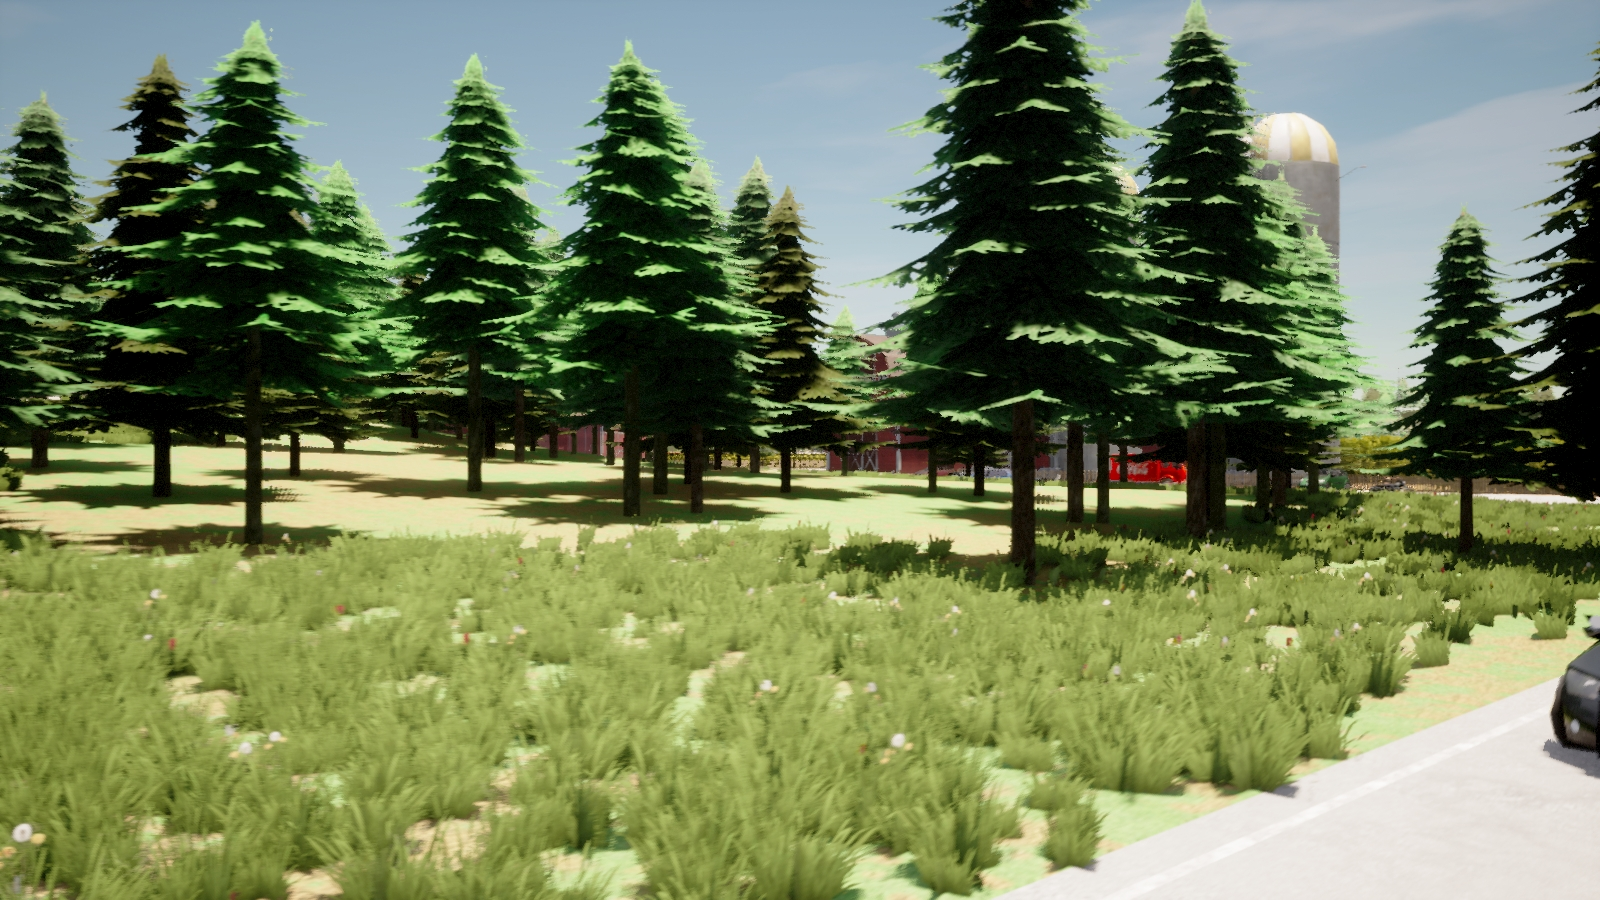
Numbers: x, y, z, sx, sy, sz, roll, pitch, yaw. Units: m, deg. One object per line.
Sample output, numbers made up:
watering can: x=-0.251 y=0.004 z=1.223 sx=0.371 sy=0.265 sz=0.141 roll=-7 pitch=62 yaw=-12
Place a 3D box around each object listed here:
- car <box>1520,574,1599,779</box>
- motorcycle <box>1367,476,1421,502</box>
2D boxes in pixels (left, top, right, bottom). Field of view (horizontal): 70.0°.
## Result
car: x=8.991 y=2.039 z=11.051 sx=4.974 sy=1.542 sz=2.038 roll=0 pitch=0 yaw=-40
motorcycle: x=31.102 y=2.041 z=59.854 sx=0.764 sy=1.277 sz=2.356 roll=0 pitch=0 yaw=-40
